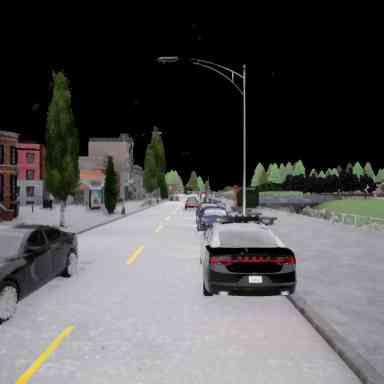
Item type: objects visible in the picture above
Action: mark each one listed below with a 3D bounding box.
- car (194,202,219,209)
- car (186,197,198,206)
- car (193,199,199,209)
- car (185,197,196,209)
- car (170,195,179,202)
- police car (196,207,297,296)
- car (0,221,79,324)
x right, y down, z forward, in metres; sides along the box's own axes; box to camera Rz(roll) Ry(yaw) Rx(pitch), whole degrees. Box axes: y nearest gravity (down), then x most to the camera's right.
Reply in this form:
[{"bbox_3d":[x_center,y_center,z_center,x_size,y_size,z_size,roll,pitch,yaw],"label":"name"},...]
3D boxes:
[{"bbox_3d":[1.202,1.526,18.660,1.812,1.442,4.674,0,0,0],"label":"car"},{"bbox_3d":[0.004,1.547,56.870,2.033,1.411,5.357,0,0,0],"label":"car"},{"bbox_3d":[1.201,1.505,24.660,1.837,1.490,4.892,0,0,0],"label":"car"},{"bbox_3d":[0.033,1.564,44.569,1.994,1.385,4.181,0,0,0],"label":"car"},{"bbox_3d":[-3.994,1.491,76.092,2.128,1.511,4.902,0,0,0],"label":"car"},{"bbox_3d":[1.183,1.425,8.773,1.930,1.638,5.238,0,0,0],"label":"police car"},{"bbox_3d":[-4.099,1.477,7.340,1.882,1.535,5.008,0,0,0],"label":"car"}]
